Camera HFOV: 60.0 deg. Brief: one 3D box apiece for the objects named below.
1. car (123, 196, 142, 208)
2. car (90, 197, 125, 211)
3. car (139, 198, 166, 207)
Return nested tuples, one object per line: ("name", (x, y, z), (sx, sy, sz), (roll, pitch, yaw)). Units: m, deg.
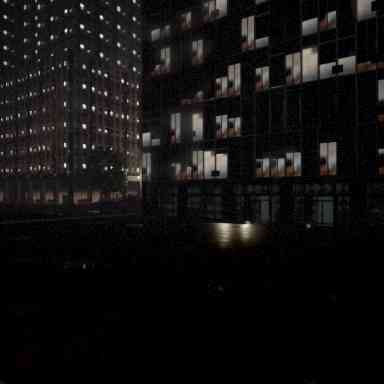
("car", (-9.763, 1.492, 50.714), (2.192, 1.841, 5.009), (-1, -1, 35))
("car", (-11.345, 1.706, 43.832), (1.994, 1.385, 4.181), (0, 0, 35))
("car", (-6.531, 1.762, 55.404), (1.947, 1.339, 4.313), (0, 0, 35))
